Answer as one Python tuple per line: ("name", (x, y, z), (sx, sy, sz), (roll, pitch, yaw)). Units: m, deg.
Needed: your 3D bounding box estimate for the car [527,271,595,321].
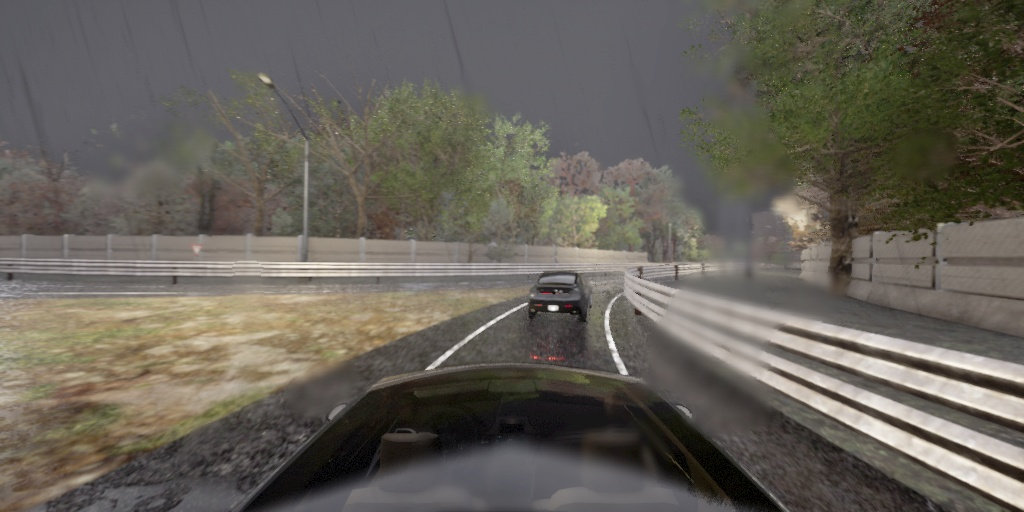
("car", (1.834, 1.274, 12.781), (1.837, 1.490, 4.892), (0, 0, 15))
